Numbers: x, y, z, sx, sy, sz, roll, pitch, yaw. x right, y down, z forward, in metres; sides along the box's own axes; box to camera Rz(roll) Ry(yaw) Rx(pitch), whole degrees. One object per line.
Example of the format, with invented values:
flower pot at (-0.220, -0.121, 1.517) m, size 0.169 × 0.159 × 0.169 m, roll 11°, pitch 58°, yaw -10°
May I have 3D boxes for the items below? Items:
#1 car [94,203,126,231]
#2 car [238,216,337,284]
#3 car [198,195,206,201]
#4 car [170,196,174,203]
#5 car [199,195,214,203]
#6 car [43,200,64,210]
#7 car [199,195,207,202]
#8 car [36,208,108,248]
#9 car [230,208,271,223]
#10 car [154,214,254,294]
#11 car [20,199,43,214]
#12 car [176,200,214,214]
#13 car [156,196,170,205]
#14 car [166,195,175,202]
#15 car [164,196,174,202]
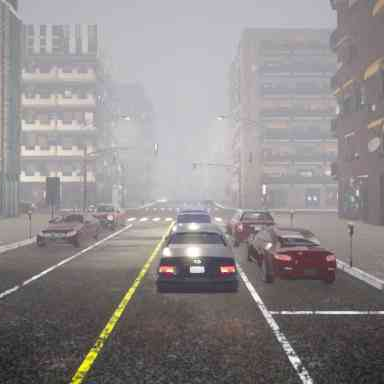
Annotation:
car at (-5.310, 1.445, 20.371) m, size 1.967 × 1.590 × 4.097 m, roll 1°, pitch 0°, yaw 0°
car at (2.575, 1.584, 9.293) m, size 1.802 × 1.307 × 4.206 m, roll 1°, pitch 0°, yaw 0°
car at (2.587, 1.563, 86.967) m, size 2.008 × 1.369 × 4.403 m, roll 1°, pitch 0°, yaw 0°
car at (-5.295, 1.536, 69.756) m, size 1.752 × 1.417 × 4.829 m, roll 1°, pitch 0°, yaw 0°
car at (2.582, 1.560, 52.941) m, size 2.008 × 1.369 × 4.403 m, roll 1°, pitch 0°, yaw 0°
car at (-17.618, 1.591, 39.760) m, size 4.313 × 1.339 × 1.947 m, roll 0°, pitch -1°, yaw 0°
car at (2.587, 1.557, 81.296) m, size 1.887 × 1.381 × 4.507 m, roll 1°, pitch 0°, yaw 0°
car at (-5.309, 1.585, 14.821) m, size 1.802 × 1.307 × 4.206 m, roll 1°, pitch 0°, yaw 0°
car at (2.578, 1.444, 14.842) m, size 1.967 × 1.590 × 4.097 m, roll 1°, pitch 0°, yaw 0°
car at (0.101, 1.550, 8.948) m, size 2.033 × 1.411 × 5.357 m, roll 0°, pitch 0°, yaw 0°
car at (-17.557, 1.241, 31.884) m, size 5.009 × 1.841 × 2.192 m, roll 0°, pitch -1°, yaw 0°
car at (0.095, 1.482, 19.590) m, size 1.882 × 1.535 × 5.008 m, roll 0°, pitch 0°, yaw 0°
car at (-5.297, 1.535, 58.413) m, size 1.752 × 1.417 × 4.829 m, roll 1°, pitch 0°, yaw 0°
car at (-5.294, 1.557, 81.267) m, size 1.887 × 1.381 × 4.507 m, roll 1°, pitch 0°, yaw 0°
car at (-5.295, 1.577, 75.597) m, size 1.947 × 1.339 × 4.313 m, roll 1°, pitch 0°, yaw 0°
